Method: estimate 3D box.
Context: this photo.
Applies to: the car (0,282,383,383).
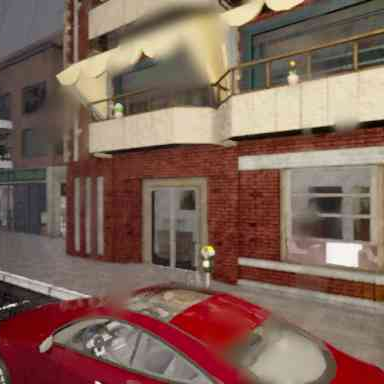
[{"bbox_3d":[-0.394,1.586,3.220,4.206,1.307,1.802,0,0,36],"label":"car"}]
